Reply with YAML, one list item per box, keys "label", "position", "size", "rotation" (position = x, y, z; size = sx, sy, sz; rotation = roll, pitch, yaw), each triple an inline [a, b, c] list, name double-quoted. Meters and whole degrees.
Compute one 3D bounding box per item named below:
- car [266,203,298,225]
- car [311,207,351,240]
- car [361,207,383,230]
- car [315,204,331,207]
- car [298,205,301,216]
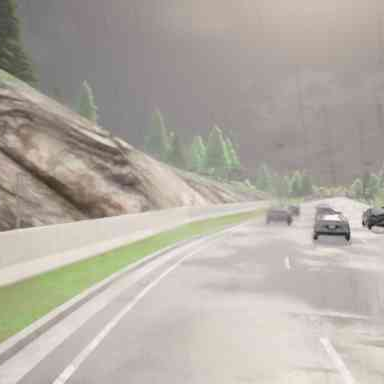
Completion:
- label: "car"
  position: [7.291, 1.830, 27.482]
  size: [2.128, 1.511, 4.902]
  rotation: [0, -1, 21]
- label: "car"
  position: [7.757, 1.802, 18.744]
  size: [2.033, 1.411, 5.357]
  rotation: [0, -1, 20]
- label: "car"
  position: [13.439, 1.831, 23.905]
  size: [1.882, 1.535, 5.008]
  rotation: [0, -1, 20]
- label: "car"
  position: [14.403, 2.012, 36.335]
  size: [1.812, 1.442, 4.674]
  rotation: [0, -1, 21]
- label: "car"
  position: [11.696, 1.984, 39.062]
  size: [2.128, 1.511, 4.902]
  rotation: [0, 0, 21]
